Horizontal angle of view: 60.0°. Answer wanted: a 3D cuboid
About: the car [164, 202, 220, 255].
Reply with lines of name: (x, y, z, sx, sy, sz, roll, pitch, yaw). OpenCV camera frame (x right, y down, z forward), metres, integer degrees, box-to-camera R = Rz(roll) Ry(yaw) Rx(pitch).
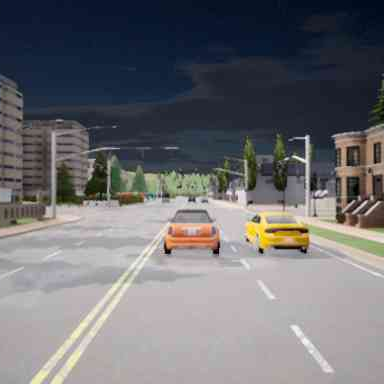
car: (0.002, 1.483, 14.087, 2.097, 1.767, 4.553, 0, -1, 0)

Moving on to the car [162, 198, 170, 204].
car: (-7.007, 2.334, 88.897, 1.837, 1.490, 4.892, 0, -1, 0)

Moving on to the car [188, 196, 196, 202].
car: (-0.007, 2.049, 90.784, 2.150, 2.045, 5.566, 0, -1, 0)

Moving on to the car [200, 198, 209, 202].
car: (3.493, 2.418, 90.748, 1.895, 1.301, 4.718, 0, -1, 0)

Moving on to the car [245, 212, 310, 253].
car: (3.505, 1.614, 14.483, 1.882, 1.535, 5.008, 0, 0, 0)
